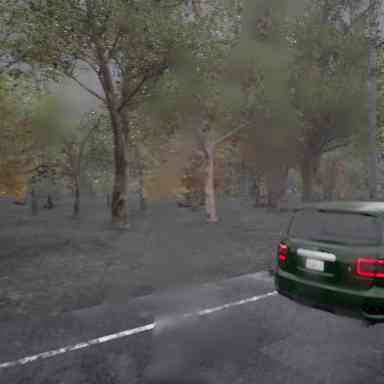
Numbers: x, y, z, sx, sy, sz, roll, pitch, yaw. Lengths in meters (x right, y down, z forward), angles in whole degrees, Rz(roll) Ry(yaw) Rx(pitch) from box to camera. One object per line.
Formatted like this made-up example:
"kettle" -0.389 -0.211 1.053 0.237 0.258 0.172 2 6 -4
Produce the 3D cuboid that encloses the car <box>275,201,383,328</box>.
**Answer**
"car" 4.066 1.193 6.651 5.566 2.045 2.150 0 0 -36
